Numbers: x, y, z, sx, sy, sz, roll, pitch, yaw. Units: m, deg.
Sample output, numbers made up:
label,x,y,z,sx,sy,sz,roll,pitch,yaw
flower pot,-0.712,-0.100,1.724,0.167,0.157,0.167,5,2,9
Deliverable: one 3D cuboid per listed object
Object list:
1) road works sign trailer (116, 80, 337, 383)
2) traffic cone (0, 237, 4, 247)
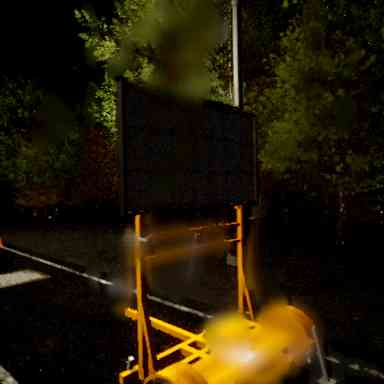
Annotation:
label,x,y,z,sx,sy,sz,roll,pitch,yaw
road works sign trailer,-0.031,0.602,4.287,2.880,3.560,2.380,0,2,44
traffic cone,-8.342,2.059,14.381,0.340,0.580,0.340,0,2,43
